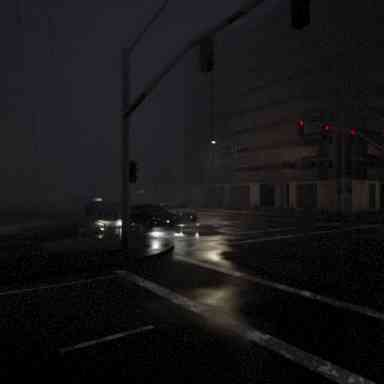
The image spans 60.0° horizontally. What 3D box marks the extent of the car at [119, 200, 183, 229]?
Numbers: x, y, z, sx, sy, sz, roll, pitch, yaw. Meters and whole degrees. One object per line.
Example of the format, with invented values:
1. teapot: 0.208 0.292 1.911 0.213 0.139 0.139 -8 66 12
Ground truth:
1. car: -2.870 1.555 22.354 1.837 1.490 4.892 0 0 -35

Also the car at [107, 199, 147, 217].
1. car: -6.655 1.539 33.721 2.128 1.511 4.902 0 0 -35

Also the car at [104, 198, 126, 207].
1. car: -12.780 1.645 54.763 1.895 1.301 4.718 0 0 -36

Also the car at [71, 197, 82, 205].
1. car: -20.005 1.537 58.882 2.128 1.511 4.902 0 0 -35

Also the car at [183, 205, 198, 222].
1. car: -1.413 1.574 26.379 1.812 1.442 4.674 0 0 -35

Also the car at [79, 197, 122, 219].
1. car: -8.193 1.527 29.843 1.882 1.535 5.008 0 0 -35

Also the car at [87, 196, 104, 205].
1. car: -18.055 1.570 62.188 1.812 1.442 4.674 0 0 -34
